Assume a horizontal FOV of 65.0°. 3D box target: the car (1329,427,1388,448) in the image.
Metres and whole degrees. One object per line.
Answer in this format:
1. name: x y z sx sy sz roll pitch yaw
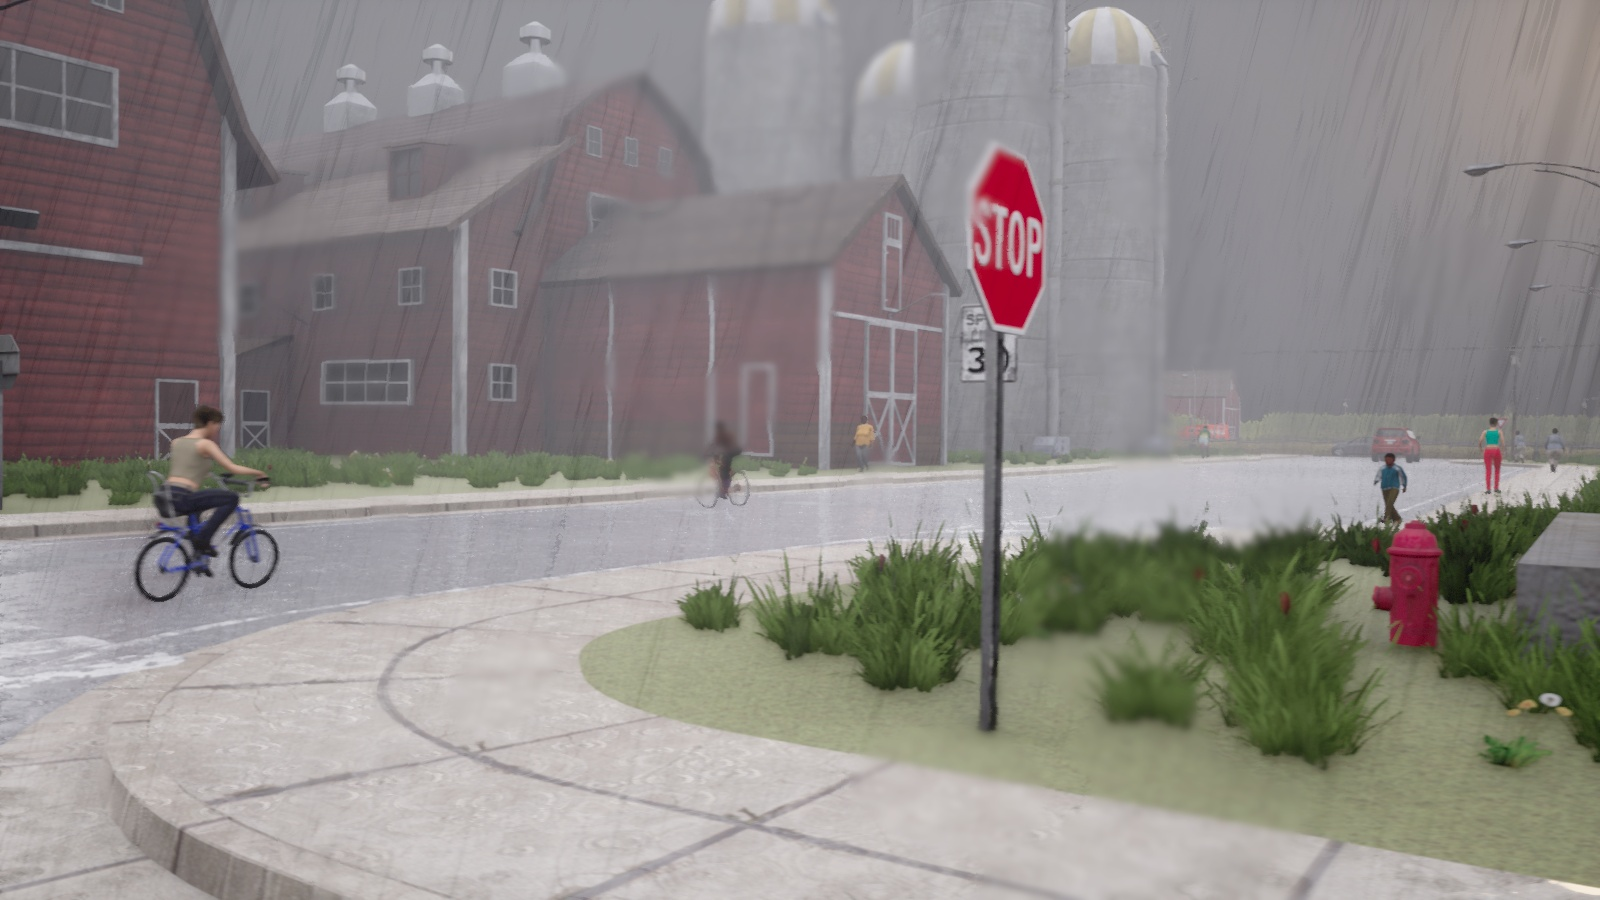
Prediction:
1. car: 39.964 -0.917 89.873 3.633 1.501 1.845 0 1 33

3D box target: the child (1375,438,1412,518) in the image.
1. child: 8.986 0.413 19.020 0.448 1.192 0.343 -1 1 -37

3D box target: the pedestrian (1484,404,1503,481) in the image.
1. pedestrian: 16.576 -0.185 30.020 0.345 1.836 0.594 0 1 33

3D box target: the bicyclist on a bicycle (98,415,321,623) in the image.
1. bicyclist on a bicycle: -4.978 0.522 10.685 0.866 1.612 1.509 2 2 22

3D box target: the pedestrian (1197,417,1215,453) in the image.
1. pedestrian: 21.810 -0.817 67.463 0.659 1.952 0.873 0 1 36

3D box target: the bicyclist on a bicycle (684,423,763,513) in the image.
1. bicyclist on a bicycle: -1.416 0.312 23.530 0.582 1.620 1.656 0 1 33

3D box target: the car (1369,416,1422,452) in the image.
1. car: 35.521 -0.950 74.816 2.150 2.045 5.566 0 0 32

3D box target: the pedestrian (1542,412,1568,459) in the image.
1. pedestrian: 29.772 -0.570 49.536 0.874 1.855 0.900 0 1 30

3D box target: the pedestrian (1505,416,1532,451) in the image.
1. pedestrian: 38.621 -0.907 67.510 0.874 1.855 0.900 0 1 -2

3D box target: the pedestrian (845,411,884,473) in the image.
1. pedestrian: 1.962 -0.237 37.994 0.874 1.855 0.900 0 1 26
